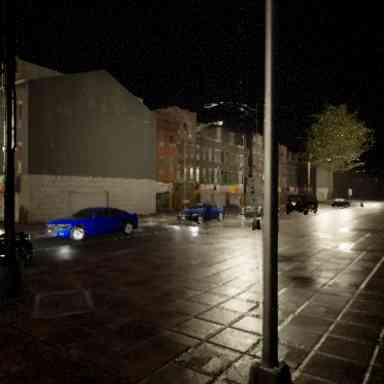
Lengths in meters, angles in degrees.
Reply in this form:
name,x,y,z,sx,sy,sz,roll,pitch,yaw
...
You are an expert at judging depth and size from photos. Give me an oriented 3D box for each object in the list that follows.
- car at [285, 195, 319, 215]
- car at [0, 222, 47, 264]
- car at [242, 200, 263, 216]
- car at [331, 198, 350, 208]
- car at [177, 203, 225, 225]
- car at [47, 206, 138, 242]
name,x,y,z,sx,sy,sz,roll,pitch,yaw
car,11.718,1.305,35.290,2.150,2.045,5.566,0,0,36
car,-6.331,1.526,9.108,2.128,1.511,4.902,-1,0,3
car,6.749,1.585,33.405,1.812,1.442,4.674,0,0,36
car,22.532,1.669,50.406,2.033,1.411,5.357,0,0,36
car,0.793,1.568,25.092,1.812,1.442,4.674,0,0,36
car,-4.968,1.506,17.049,1.882,1.535,5.008,0,0,36
